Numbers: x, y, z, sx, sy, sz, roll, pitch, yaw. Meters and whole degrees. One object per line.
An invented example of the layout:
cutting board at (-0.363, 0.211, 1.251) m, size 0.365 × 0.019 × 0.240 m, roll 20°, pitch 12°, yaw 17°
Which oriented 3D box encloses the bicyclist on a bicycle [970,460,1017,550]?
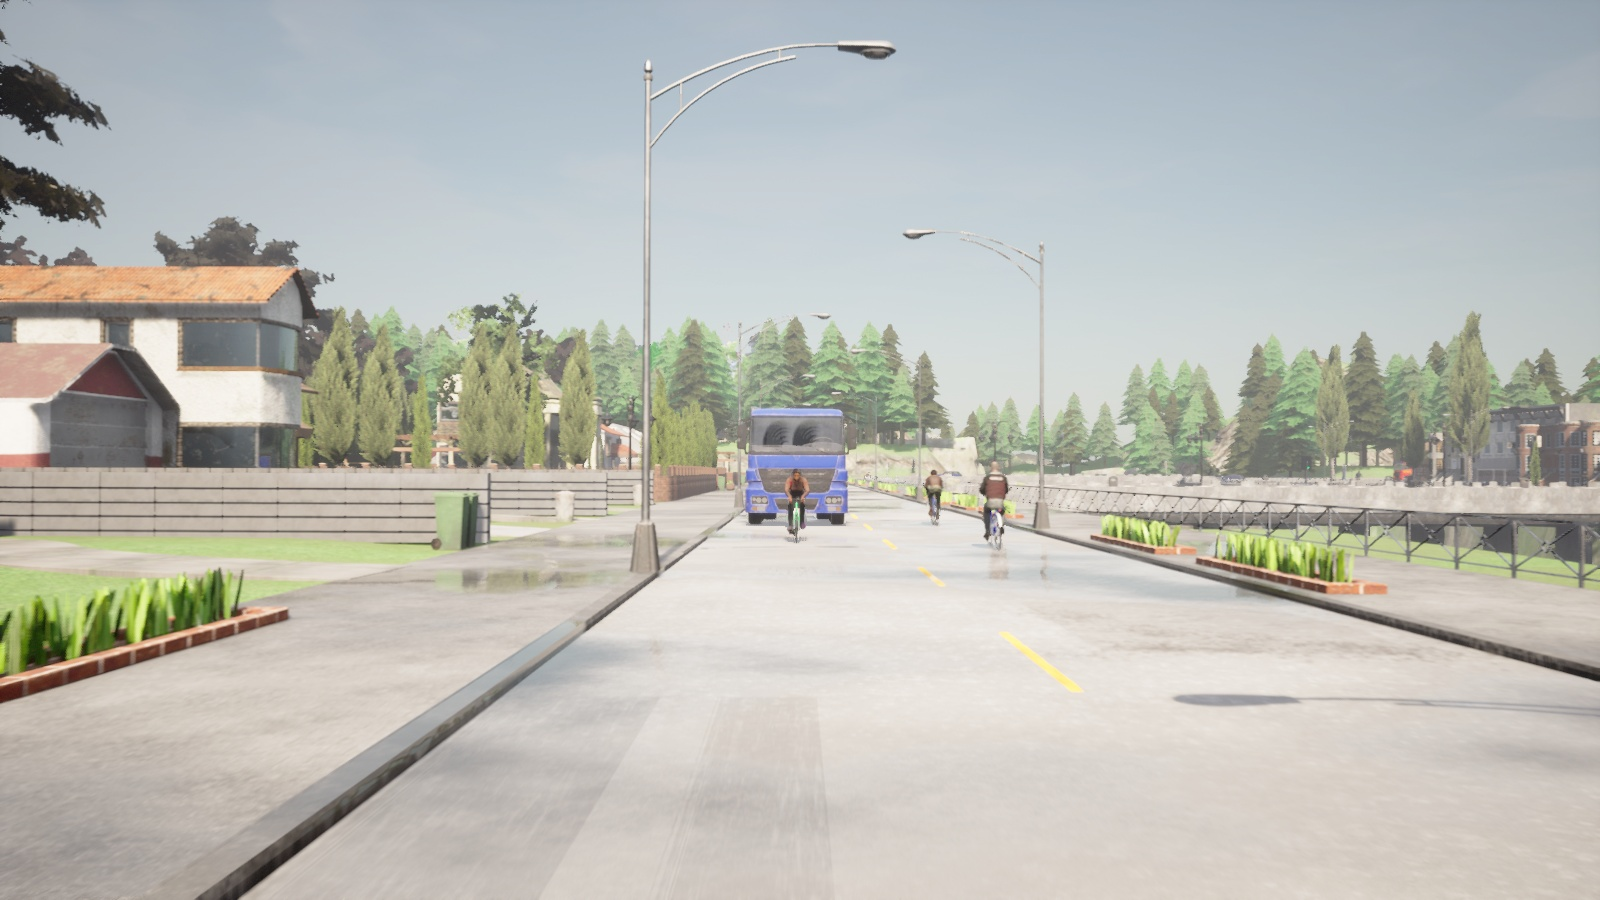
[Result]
bicyclist on a bicycle at (3.939, 1.100, 25.699) m, size 0.659 × 1.776 × 1.843 m, roll 0°, pitch -1°, yaw 0°

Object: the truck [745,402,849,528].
truck at (-0.095, 0.482, 38.778) m, size 2.891 × 3.462 × 7.936 m, roll 0°, pitch -1°, yaw 0°

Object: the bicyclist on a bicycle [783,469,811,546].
bicyclist on a bicycle at (-0.065, 1.226, 27.344) m, size 0.582 × 1.620 × 1.656 m, roll 0°, pitch -1°, yaw 0°
